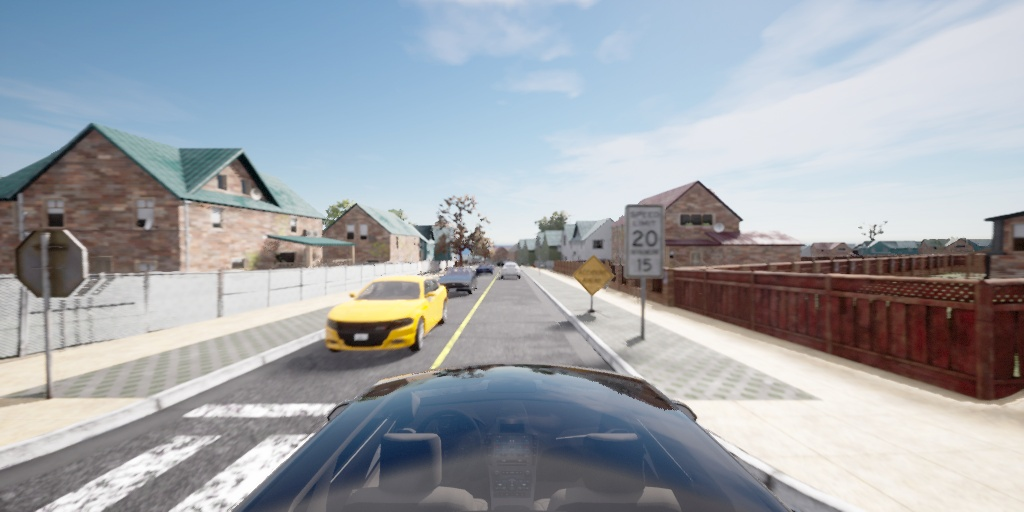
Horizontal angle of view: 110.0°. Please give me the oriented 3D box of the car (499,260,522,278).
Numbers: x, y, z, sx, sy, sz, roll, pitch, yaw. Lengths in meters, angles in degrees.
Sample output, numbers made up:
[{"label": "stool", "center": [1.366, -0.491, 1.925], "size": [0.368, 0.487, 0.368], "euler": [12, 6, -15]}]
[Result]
[{"label": "car", "center": [-0.107, 1.403, 35.290], "size": [1.812, 1.442, 4.674], "euler": [0, 0, 0]}]

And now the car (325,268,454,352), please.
[{"label": "car", "center": [-2.868, 1.247, 9.204], "size": [1.882, 1.535, 5.008], "euler": [0, 0, -1]}]

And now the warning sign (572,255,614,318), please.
[{"label": "warning sign", "center": [2.470, 0.887, 11.173], "size": [1.300, 1.860, 1.060], "euler": [0, 0, 0]}]

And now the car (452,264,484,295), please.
[{"label": "car", "center": [-2.961, 1.350, 20.591], "size": [2.033, 1.411, 5.357], "euler": [0, 0, -1]}]

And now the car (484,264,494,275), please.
[{"label": "car", "center": [-3.029, 1.519, 40.899], "size": [1.895, 1.301, 4.718], "euler": [0, 0, 0]}]
